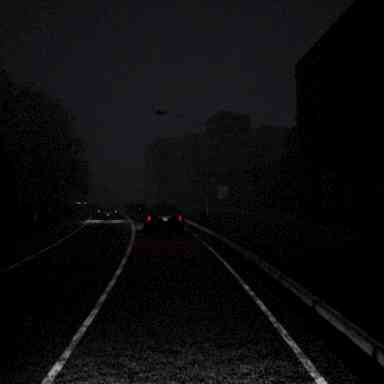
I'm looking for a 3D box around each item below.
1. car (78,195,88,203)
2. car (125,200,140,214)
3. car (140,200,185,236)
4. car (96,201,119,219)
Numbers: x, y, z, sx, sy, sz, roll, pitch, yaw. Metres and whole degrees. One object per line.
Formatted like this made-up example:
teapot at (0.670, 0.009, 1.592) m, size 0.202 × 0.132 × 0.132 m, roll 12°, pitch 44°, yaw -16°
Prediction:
car at (-22.334, 1.396, 67.876) m, size 2.128 × 1.511 × 4.902 m, roll 2°, pitch 0°, yaw -20°
car at (-6.274, 1.619, 37.317) m, size 1.882 × 1.535 × 5.008 m, roll 2°, pitch -1°, yaw -18°
car at (-1.706, 1.418, 18.842) m, size 2.097 × 1.767 × 4.553 m, roll 1°, pitch 0°, yaw -9°
car at (-7.454, 1.574, 29.314) m, size 1.812 × 1.442 × 4.674 m, roll 1°, pitch 0°, yaw -16°
